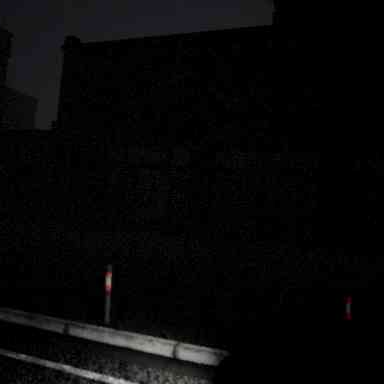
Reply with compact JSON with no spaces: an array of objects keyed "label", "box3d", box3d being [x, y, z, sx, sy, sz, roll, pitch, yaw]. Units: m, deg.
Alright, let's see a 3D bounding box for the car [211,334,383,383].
[{"label":"car","box3d":[2.406,1.739,2.390,4.674,1.442,1.812,1,-3,20]}]
